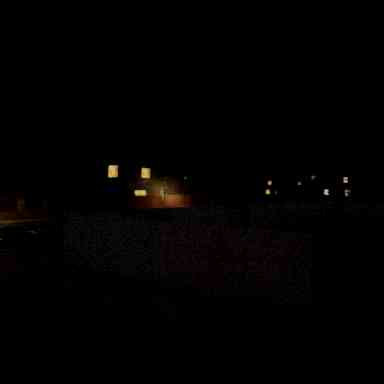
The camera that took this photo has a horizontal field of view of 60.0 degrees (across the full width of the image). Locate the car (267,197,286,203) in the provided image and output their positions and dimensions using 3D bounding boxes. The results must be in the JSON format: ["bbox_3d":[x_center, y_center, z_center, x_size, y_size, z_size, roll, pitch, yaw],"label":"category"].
[{"bbox_3d":[11.745,1.603,45.209,1.994,1.385,4.181,1,1,18],"label":"car"}]

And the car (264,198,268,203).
[{"bbox_3d":[13.779,1.521,57.439,1.812,1.442,4.674,1,0,2],"label":"car"}]
